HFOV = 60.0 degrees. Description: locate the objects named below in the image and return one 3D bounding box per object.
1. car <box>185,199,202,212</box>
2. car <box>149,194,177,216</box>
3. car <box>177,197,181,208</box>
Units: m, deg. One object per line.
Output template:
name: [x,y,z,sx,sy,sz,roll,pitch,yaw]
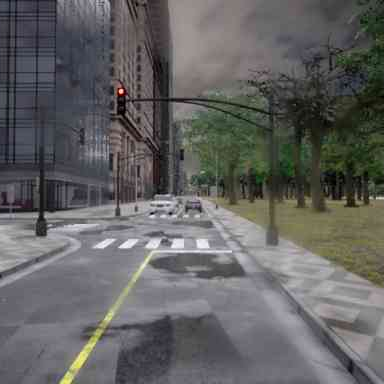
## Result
car: [0.168,1.573,40.604,2.128,1.511,4.902,0,0,0]
car: [-3.042,1.281,34.316,2.150,2.045,5.566,0,0,0]
car: [-3.011,1.644,50.051,1.812,1.442,4.674,0,0,0]
